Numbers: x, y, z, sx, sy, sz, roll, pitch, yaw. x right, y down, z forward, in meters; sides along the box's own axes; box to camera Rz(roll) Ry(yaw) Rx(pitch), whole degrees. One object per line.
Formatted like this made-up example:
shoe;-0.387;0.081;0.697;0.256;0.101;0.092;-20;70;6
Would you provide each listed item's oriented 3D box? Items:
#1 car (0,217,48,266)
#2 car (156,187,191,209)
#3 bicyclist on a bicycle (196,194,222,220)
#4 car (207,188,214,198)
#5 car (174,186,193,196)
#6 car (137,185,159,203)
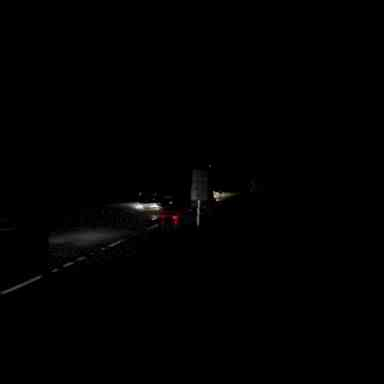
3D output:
car;-5.204;1.137;7.378;2.128;1.511;4.902;3;2;10
car;-1.313;0.606;29.804;2.128;1.511;4.902;3;2;10
bicyclist on a bicycle;1.100;0.932;20.930;1.656;1.620;0.582;1;1;10
car;2.093;0.147;49.444;1.882;1.535;5.008;3;2;10
car;-1.282;-0.248;50.970;1.994;1.385;4.181;3;2;10
car;-4.155;0.183;34.962;2.097;1.767;4.553;3;2;10
